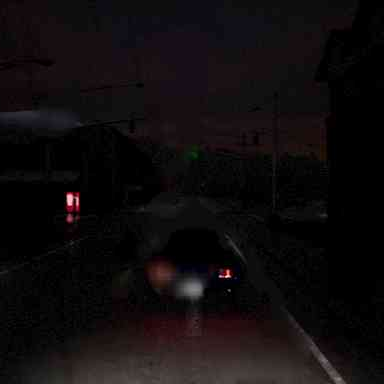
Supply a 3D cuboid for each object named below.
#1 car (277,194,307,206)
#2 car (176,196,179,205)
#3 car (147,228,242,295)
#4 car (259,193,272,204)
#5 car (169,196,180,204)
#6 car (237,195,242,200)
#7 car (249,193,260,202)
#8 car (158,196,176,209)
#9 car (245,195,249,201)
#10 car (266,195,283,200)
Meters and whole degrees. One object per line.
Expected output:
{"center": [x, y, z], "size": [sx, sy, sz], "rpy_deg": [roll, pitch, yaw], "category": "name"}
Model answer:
{"center": [14.492, 1.260, 48.171], "size": [3.806, 1.475, 1.970], "rpy_deg": [0, 0, 0], "category": "car"}
{"center": [-3.582, 1.519, 56.096], "size": [1.837, 1.490, 4.892], "rpy_deg": [0, 0, 0], "category": "car"}
{"center": [0.061, 1.603, 8.688], "size": [1.895, 1.301, 4.718], "rpy_deg": [0, 0, 0], "category": "car"}
{"center": [14.168, 1.183, 54.589], "size": [5.027, 1.636, 2.152], "rpy_deg": [0, 0, 0], "category": "car"}
{"center": [-3.529, 1.495, 66.522], "size": [1.882, 1.535, 5.008], "rpy_deg": [0, 0, 0], "category": "car"}
{"center": [13.891, 1.412, 88.873], "size": [3.633, 1.501, 1.845], "rpy_deg": [0, 0, 0], "category": "car"}
{"center": [14.167, 1.110, 67.383], "size": [3.866, 1.878, 1.905], "rpy_deg": [0, 0, 0], "category": "car"}
{"center": [-3.591, 1.517, 46.479], "size": [1.837, 1.490, 4.892], "rpy_deg": [0, 0, 0], "category": "car"}
{"center": [13.755, 1.131, 70.289], "size": [4.605, 1.855, 1.932], "rpy_deg": [0, 0, 0], "category": "car"}
{"center": [21.312, 1.422, 85.893], "size": [3.806, 1.475, 1.970], "rpy_deg": [0, 0, 0], "category": "car"}
